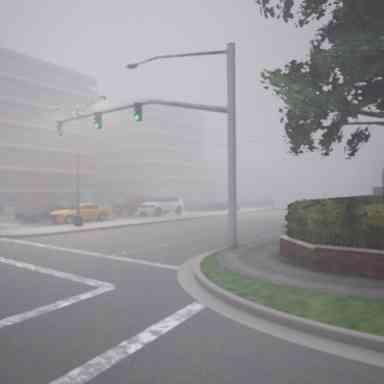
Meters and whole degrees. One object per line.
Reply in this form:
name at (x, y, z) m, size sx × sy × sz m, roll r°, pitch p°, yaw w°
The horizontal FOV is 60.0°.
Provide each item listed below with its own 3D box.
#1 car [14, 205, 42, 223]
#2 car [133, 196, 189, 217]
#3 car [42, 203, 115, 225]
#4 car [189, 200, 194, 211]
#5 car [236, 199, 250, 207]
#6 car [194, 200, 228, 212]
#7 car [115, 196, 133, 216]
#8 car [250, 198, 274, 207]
car at (-12.082, 1.781, 28.292) m, size 2.033 × 1.411 × 5.357 m, roll -1°, pitch 0°, yaw 36°
car at (-3.114, 1.423, 34.694) m, size 2.150 × 2.045 × 5.566 m, roll -1°, pitch 0°, yaw 36°
car at (-8.934, 1.680, 26.674) m, size 1.882 × 1.535 × 5.008 m, roll -1°, pitch 0°, yaw 36°
car at (0.100, 1.780, 45.073) m, size 2.033 × 1.411 × 5.357 m, roll -1°, pitch 0°, yaw 36°
car at (8.646, 1.832, 56.719) m, size 1.895 × 1.301 × 4.718 m, roll -1°, pitch 0°, yaw 36°
car at (2.684, 1.802, 42.676) m, size 1.895 × 1.301 × 4.718 m, roll -1°, pitch 0°, yaw 36°
car at (-6.102, 1.454, 36.543) m, size 2.150 × 2.045 × 5.566 m, roll -1°, pitch 0°, yaw 36°
car at (12.079, 1.693, 55.478) m, size 2.128 × 1.511 × 4.902 m, roll -1°, pitch 0°, yaw 36°
